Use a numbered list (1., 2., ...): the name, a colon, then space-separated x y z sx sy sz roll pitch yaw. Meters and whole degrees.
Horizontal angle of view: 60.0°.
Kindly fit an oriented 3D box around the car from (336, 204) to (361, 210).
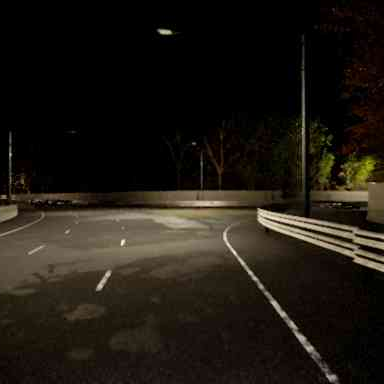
1. car: 25.054 2.170 53.188 4.181 1.385 1.994 0 -1 -28

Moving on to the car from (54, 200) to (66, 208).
1. car: -25.641 2.311 63.606 2.128 1.511 4.902 1 -1 -37

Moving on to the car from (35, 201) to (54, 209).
1. car: -26.458 2.255 58.779 2.128 1.511 4.902 0 -1 -35
